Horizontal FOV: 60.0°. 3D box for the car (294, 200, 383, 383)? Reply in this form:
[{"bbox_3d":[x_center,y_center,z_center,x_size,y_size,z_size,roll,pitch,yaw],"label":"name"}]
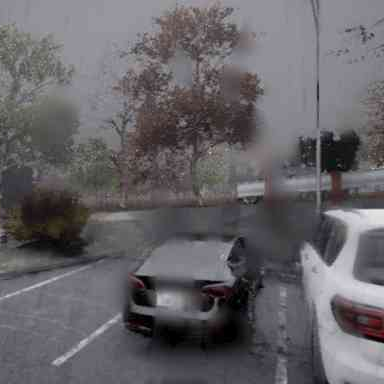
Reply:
[{"bbox_3d":[2.802,1.236,4.904,2.435,2.045,5.566,0,-1,16],"label":"car"}]

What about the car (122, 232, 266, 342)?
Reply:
[{"bbox_3d":[0.337,1.515,6.656,2.163,1.488,4.792,0,-1,16],"label":"car"}]

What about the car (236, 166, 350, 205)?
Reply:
[{"bbox_3d":[3.776,-0.274,12.873,4.181,1.385,1.994,-5,-3,36],"label":"car"}]
